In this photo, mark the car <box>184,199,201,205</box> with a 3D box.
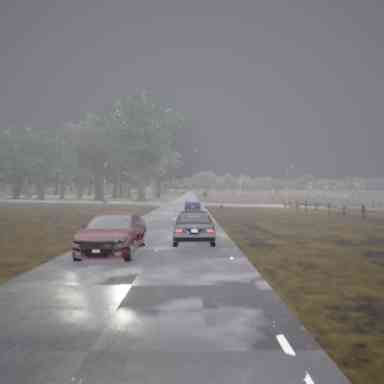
[{"bbox_3d":[0.075,1.502,39.167,1.882,1.535,5.008,0,0,0],"label":"car"}]

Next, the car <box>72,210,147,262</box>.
[{"bbox_3d":[-2.854,1.489,12.391,1.882,1.535,5.008,0,0,0],"label":"car"}]

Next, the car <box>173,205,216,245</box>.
[{"bbox_3d":[0.089,1.562,15.443,2.033,1.411,5.357,0,0,0],"label":"car"}]
